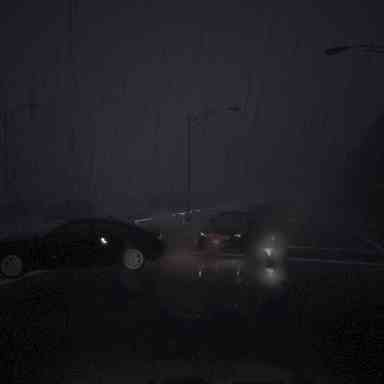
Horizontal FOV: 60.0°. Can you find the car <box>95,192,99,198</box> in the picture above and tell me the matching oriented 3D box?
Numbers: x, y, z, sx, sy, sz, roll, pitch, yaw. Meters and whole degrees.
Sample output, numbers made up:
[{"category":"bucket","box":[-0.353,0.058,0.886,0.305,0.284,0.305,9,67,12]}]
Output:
[{"category":"car","box":[-21.737,1.299,67.996,3.806,1.475,1.970,0,0,19]}]

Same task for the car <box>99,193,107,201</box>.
[{"category":"car","box":[-20.090,1.015,70.948,3.866,1.878,1.905,0,0,19]}]

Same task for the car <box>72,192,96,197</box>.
[{"category":"car","box":[-18.369,1.249,53.741,4.514,1.523,2.007,0,0,19]}]

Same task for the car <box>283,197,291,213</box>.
[{"category":"car","box":[7.803,1.487,30.475,1.837,1.490,4.892,0,0,19]}]

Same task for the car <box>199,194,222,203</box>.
[{"category":"car","box":[3.515,1.203,62.934,3.806,1.475,1.970,0,0,19]}]

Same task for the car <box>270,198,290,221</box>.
[{"category":"car","box":[5.916,1.475,24.914,2.128,1.511,4.902,0,0,19]}]

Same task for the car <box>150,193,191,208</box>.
[{"category":"car","box":[-2.892,1.075,41.752,4.605,1.855,1.932,0,0,19]}]

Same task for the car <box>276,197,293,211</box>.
[{"category":"car","box":[11.734,1.484,42.063,1.837,1.490,4.892,0,0,19]}]

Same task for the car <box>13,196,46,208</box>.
[{"category":"car","box":[-21.619,1.274,44.291,3.633,1.501,1.845,0,0,19]}]

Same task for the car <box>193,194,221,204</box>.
[{"category":"car","box":[1.760,1.126,56.753,5.027,1.636,2.152,0,0,19]}]

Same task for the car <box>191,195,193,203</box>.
[{"category":"car","box":[-2.349,1.053,44.636,3.866,1.878,1.905,0,0,19]}]

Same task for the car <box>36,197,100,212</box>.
[{"category":"car","box":[-8.991,1.356,24.197,3.633,1.501,1.845,0,0,19]}]

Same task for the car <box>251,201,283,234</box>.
[{"category":"car","box":[3.997,1.490,19.271,1.837,1.490,4.892,0,0,19]}]

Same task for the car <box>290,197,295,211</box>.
[{"category":"car","box":[9.852,1.544,36.510,1.994,1.385,4.181,0,0,19]}]

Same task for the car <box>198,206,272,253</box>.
[{"category":"car","box":[1.841,1.514,13.866,1.812,1.442,4.674,0,0,25]}]

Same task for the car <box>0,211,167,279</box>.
[{"category":"car","box":[-3.264,1.475,9.850,5.008,1.535,1.882,0,0,-15]}]

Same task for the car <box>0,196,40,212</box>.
[{"category":"car","box":[-15.061,1.356,29.403,3.806,1.475,1.970,0,0,19]}]

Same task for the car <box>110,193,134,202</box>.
[{"category":"car","box":[-13.694,1.046,65.309,4.605,1.855,1.932,0,0,19]}]

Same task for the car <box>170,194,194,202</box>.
[{"category":"car","box":[-1.984,1.258,68.667,4.514,1.523,2.007,0,0,19]}]

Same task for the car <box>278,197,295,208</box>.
[{"category":"car","box":[13.624,1.469,47.636,2.128,1.511,4.902,0,0,19]}]
